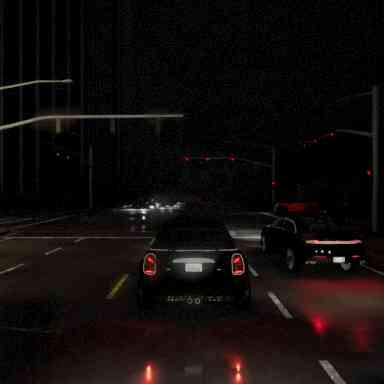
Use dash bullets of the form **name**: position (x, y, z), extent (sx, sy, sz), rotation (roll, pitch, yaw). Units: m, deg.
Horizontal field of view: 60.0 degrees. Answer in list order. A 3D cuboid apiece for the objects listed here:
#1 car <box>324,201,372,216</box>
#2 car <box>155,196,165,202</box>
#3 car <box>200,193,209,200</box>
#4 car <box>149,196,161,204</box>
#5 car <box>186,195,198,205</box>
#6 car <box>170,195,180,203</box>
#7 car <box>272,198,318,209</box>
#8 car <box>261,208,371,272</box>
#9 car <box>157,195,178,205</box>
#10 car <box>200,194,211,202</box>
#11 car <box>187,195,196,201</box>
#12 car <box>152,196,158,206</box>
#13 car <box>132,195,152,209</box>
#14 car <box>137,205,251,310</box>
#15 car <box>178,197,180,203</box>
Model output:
- **car**: position (14.829, 1.581, 31.157), extent (4.674, 1.442, 1.812), rotation (0, 0, 0)
- **car**: position (-7.131, 1.594, 74.238), extent (1.895, 1.301, 4.718), rotation (0, 0, 0)
- **car**: position (3.346, 1.216, 87.514), extent (2.097, 1.767, 4.553), rotation (0, 0, 0)
- **car**: position (-7.164, 1.526, 64.195), extent (1.812, 1.442, 4.674), rotation (0, 0, 0)
- **car**: position (-0.003, 1.477, 59.596), extent (1.882, 1.535, 5.008), rotation (0, 0, 0)
- **car**: position (-3.624, 1.500, 70.530), extent (1.837, 1.490, 4.892), rotation (0, 0, 0)
- **car**: position (10.780, 1.406, 35.097), extent (4.553, 1.767, 2.097), rotation (0, 0, 5)
- **car**: position (3.600, 1.492, 10.801), extent (2.128, 1.511, 4.902), rotation (0, 0, -3)
- **car**: position (-3.678, 1.547, 50.817), extent (2.033, 1.411, 5.357), rotation (0, 0, 0)
- **car**: position (3.364, 1.519, 77.434), extent (1.812, 1.442, 4.674), rotation (0, 0, 0)
- **car**: position (-0.150, 1.540, 84.999), extent (2.033, 1.411, 5.357), rotation (0, 0, 0)
- **car**: position (-7.184, 1.352, 55.399), extent (2.097, 1.767, 4.553), rotation (0, 0, 0)
- **car**: position (-7.175, 1.526, 46.496), extent (1.812, 1.442, 4.674), rotation (0, 0, 0)
- **car**: position (0.043, 1.352, 7.992), extent (2.097, 1.767, 4.553), rotation (0, 0, 0)
- **car**: position (-3.678, 1.491, 60.320), extent (2.128, 1.511, 4.902), rotation (0, 0, 0)
